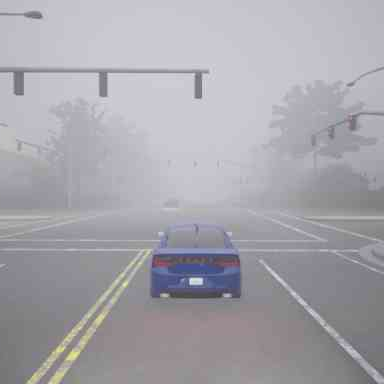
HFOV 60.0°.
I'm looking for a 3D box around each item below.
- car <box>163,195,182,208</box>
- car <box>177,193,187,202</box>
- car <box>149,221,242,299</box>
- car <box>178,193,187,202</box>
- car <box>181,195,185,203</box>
[{"bbox_3d":[-2.839,1.564,47.065,1.994,1.385,4.181,0,0,1],"label":"car"},{"bbox_3d":[-2.443,1.225,80.166,2.150,2.045,5.566,0,0,0],"label":"car"},{"bbox_3d":[0.086,1.478,8.537,1.882,1.535,5.008,0,0,0],"label":"car"},{"bbox_3d":[-2.532,1.554,69.569,1.994,1.385,4.181,0,0,0],"label":"car"},{"bbox_3d":[-2.691,1.601,59.663,1.895,1.301,4.718,0,0,1],"label":"car"}]
